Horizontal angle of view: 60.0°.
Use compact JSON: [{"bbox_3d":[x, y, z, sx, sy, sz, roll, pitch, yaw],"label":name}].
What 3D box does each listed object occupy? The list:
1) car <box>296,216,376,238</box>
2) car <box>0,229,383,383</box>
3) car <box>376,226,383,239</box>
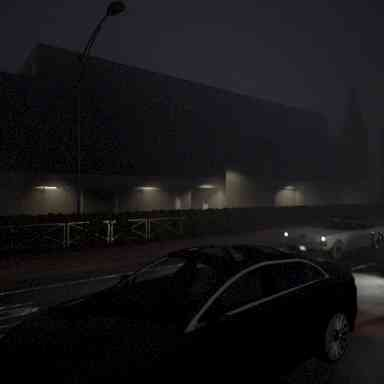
[{"bbox_3d":[5.518,1.601,12.650,4.718,1.301,1.895,0,0,-37],"label":"car"},{"bbox_3d":[0.252,1.492,4.168,4.902,1.511,2.128,0,0,-39],"label":"car"},{"bbox_3d":[7.605,1.505,9.842,4.892,1.490,1.837,0,0,-37],"label":"car"}]
